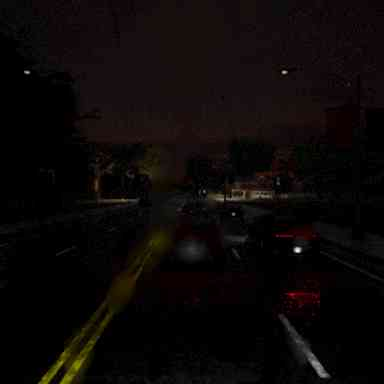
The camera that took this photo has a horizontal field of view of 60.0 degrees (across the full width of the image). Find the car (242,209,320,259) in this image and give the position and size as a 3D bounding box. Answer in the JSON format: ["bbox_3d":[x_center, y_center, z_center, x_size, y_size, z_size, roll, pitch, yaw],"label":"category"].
[{"bbox_3d":[3.292,1.529,12.713,1.837,1.490,4.892,0,0,0],"label":"car"}]

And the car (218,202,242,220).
[{"bbox_3d":[3.296,1.577,28.420,1.812,1.442,4.674,0,0,1],"label":"car"}]

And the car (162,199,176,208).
[{"bbox_3d":[-3.349,1.692,49.559,1.895,1.301,4.718,0,0,0],"label":"car"}]

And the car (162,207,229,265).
[{"bbox_3d":[0.035,1.499,11.845,1.882,1.535,5.008,0,0,0],"label":"car"}]

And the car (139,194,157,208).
[{"bbox_3d":[-6.591,1.311,50.308,2.150,2.045,5.566,0,0,1],"label":"car"}]

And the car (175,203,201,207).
[{"bbox_3d":[0.020,1.594,25.560,2.033,1.411,5.357,0,0,1],"label":"car"}]
